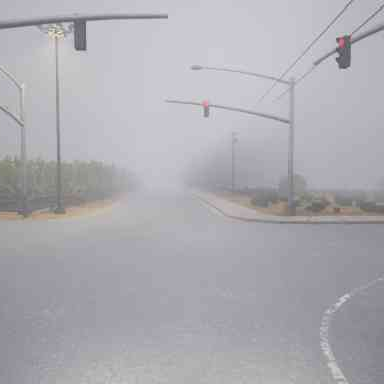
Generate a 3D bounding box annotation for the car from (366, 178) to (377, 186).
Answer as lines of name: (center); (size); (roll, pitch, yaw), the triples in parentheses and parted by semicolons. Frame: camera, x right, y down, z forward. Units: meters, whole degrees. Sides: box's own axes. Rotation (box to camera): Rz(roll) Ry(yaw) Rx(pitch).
car: (42.091, -2.341, 77.688); (1.905, 1.878, 3.866); (10, 10, 41)
